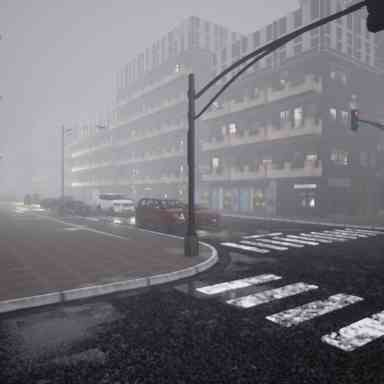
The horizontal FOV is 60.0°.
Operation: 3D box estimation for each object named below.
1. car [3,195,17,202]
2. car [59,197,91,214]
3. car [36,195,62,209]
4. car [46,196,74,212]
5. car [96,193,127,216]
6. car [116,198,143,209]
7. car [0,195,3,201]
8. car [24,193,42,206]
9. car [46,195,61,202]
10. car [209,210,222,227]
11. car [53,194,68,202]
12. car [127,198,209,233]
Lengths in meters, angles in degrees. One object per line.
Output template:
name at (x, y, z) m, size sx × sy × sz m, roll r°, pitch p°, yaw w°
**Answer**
car at (-38.074, 1.421, 70.152) m, size 1.802 × 1.307 × 4.206 m, roll 0°, pitch 0°, yaw -36°
car at (-11.538, 1.454, 33.417) m, size 1.887 × 1.381 × 4.507 m, roll 0°, pitch 0°, yaw -36°
car at (-18.173, 1.445, 42.603) m, size 1.947 × 1.339 × 4.313 m, roll 0°, pitch 0°, yaw -36°
car at (-14.855, 1.460, 38.010) m, size 1.947 × 1.339 × 4.313 m, roll 0°, pitch 0°, yaw -36°
car at (-7.453, 1.141, 32.191) m, size 2.150 × 2.045 × 5.566 m, roll 0°, pitch 0°, yaw -35°
car at (-8.062, 1.483, 42.918) m, size 1.802 × 1.307 × 4.206 m, roll 0°, pitch 0°, yaw -36°
car at (-41.391, 1.278, 74.743) m, size 1.967 × 1.590 × 4.097 m, roll 0°, pitch 0°, yaw -36°
car at (-24.805, 1.171, 51.785) m, size 2.192 × 1.841 × 5.009 m, roll 0°, pitch 0°, yaw -36°
car at (-31.279, 1.396, 75.058) m, size 2.008 × 1.369 × 4.403 m, roll 0°, pitch 0°, yaw -36°
car at (-0.115, 1.434, 22.023) m, size 1.882 × 1.535 × 5.008 m, roll 0°, pitch 0°, yaw -36°
car at (-27.963, 1.286, 70.468) m, size 1.967 × 1.590 × 4.097 m, roll 0°, pitch 0°, yaw -36°
car at (-1.586, 1.273, 19.642) m, size 2.192 × 1.841 × 5.009 m, roll 0°, pitch 0°, yaw -36°
